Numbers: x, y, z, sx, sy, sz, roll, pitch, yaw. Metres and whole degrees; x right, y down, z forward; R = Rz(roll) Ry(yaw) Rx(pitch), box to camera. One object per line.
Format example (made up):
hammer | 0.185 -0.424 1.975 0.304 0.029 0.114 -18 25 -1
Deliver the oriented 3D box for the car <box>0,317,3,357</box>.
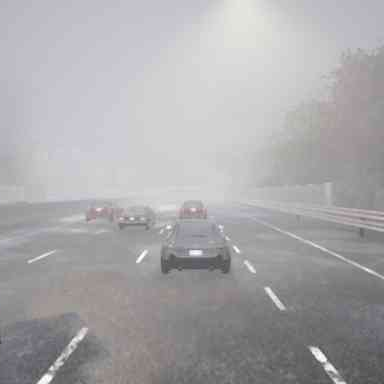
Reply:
car | -3.400 1.354 2.289 2.097 1.767 4.553 0 0 0

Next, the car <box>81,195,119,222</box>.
car | -6.902 1.380 26.756 2.097 1.767 4.553 0 0 0

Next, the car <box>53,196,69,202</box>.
car | -28.004 1.552 71.148 1.882 1.535 5.008 0 0 0

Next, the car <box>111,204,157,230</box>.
car | -3.399 1.568 21.338 2.033 1.411 5.357 0 0 0

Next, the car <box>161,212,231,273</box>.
car | 0.101 1.572 10.761 1.994 1.385 4.181 0 0 0

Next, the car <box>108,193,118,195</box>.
car | -17.504 1.285 72.919 2.150 2.045 5.566 0 0 0

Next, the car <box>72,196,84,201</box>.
car | -24.504 1.590 72.531 2.128 1.511 4.902 0 0 0

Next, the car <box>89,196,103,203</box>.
car | -21.004 1.613 72.948 1.994 1.385 4.181 0 0 0

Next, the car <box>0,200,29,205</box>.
car | -17.594 1.543 32.601 1.837 1.490 4.892 0 0 0

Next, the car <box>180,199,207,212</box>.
car | 0.095 1.380 26.754 2.097 1.767 4.553 0 0 0
